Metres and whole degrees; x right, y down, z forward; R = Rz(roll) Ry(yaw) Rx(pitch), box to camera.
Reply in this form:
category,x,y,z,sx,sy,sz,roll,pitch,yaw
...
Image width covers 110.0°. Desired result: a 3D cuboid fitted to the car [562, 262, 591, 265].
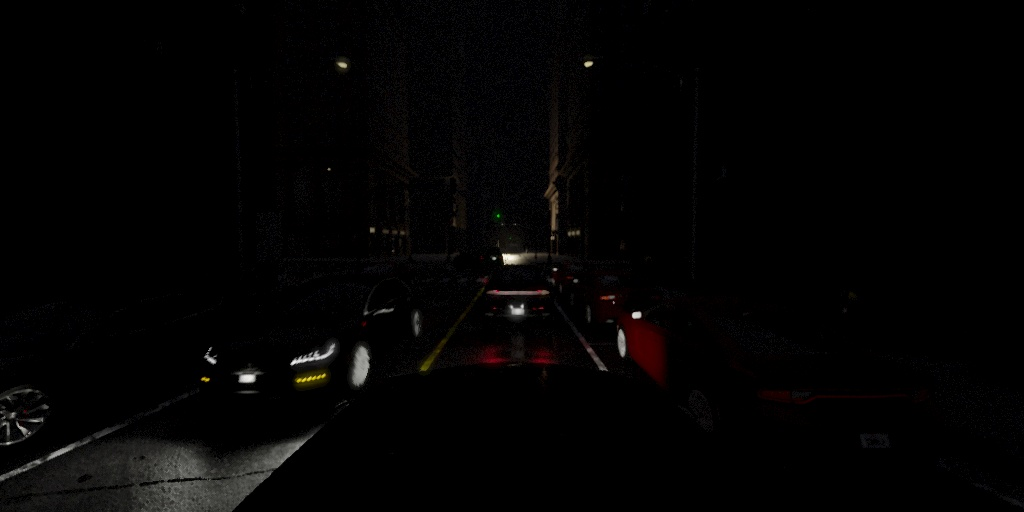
category,x,y,z,sx,sy,sz,roll,pitch,yaw
car,2.858,0.917,15.974,1.888,1.381,4.507,0,0,0

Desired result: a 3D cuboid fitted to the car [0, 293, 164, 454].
category,x,y,z,sx,sy,sz,roll,pitch,yaw
car,-5.744,1.231,5.027,1.948,1.339,4.313,0,0,0

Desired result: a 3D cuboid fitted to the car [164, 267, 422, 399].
category,x,y,z,sx,sy,sz,roll,pitch,yaw
car,-3.032,1.130,6.577,1.837,1.490,4.892,0,1,1

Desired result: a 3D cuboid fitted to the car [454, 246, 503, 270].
category,x,y,z,sx,sy,sz,roll,pitch,yaw
car,-2.835,0.231,29.421,2.150,2.045,5.566,0,1,-33

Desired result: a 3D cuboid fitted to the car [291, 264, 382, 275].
category,x,y,z,sx,sy,sz,roll,pitch,yaw
car,-5.706,1.071,10.530,2.007,1.370,4.403,0,0,0

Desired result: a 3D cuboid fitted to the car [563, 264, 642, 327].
category,x,y,z,sx,sy,sz,roll,pitch,yaw
car,2.820,1.062,10.471,1.888,1.381,4.507,0,0,0

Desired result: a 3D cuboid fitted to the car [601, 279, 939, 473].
category,x,y,z,sx,sy,sz,roll,pitch,yaw
car,2.782,1.207,4.967,1.888,1.381,4.507,0,0,0

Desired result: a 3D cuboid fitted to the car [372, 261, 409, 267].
category,x,y,z,sx,sy,sz,roll,pitch,yaw
car,-5.667,0.920,16.034,1.888,1.381,4.507,0,0,0

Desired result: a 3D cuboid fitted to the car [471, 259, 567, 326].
category,x,y,z,sx,sy,sz,roll,pitch,yaw
car,0.159,1.005,10.675,2.128,1.511,4.902,0,2,1
